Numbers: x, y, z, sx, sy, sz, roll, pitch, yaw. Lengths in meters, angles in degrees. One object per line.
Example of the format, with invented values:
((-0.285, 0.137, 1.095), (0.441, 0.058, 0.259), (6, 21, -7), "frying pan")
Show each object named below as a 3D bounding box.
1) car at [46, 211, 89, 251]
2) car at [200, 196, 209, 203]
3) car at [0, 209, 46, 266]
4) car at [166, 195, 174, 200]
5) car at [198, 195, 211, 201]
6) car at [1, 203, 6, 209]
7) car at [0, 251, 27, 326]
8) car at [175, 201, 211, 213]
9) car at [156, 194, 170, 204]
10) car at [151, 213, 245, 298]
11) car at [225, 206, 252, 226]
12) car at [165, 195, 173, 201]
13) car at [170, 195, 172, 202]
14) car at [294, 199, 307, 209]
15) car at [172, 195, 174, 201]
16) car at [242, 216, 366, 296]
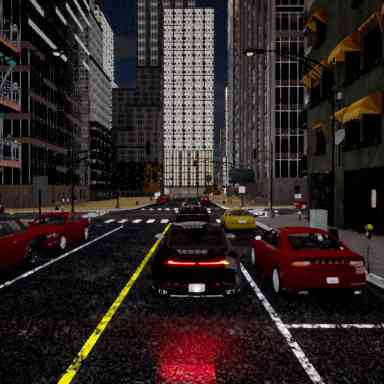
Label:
((-5.724, 1.543, 14.071), (1.887, 1.381, 4.507), (-1, 0, 0), "car")
((2.558, 1.522, 68.851), (1.752, 1.417, 4.829), (-1, 0, 0), "car")
((-5.715, 1.439, 8.547), (1.967, 1.590, 4.097), (-1, 0, 0), "car")
((-5.862, 1.543, 90.904), (1.887, 1.381, 4.507), (-1, 0, 0), "car")
((2.567, 1.436, 63.121), (1.967, 1.590, 4.097), (-1, 0, 0), "car")
((-23.916, 1.745, 38.348), (4.097, 1.590, 1.967), (-1, 1, -1), "car")
((-3.101, 1.525, 2.032), (1.812, 1.442, 4.674), (0, 0, 0), "car")
((0.063, 1.475, 18.751), (1.882, 1.535, 5.008), (0, 0, 0), "car")
((-5.812, 1.541, 63.107), (1.887, 1.381, 4.507), (-1, 0, 0), "car")
((0.083, 1.503, 8.478), (1.837, 1.490, 4.892), (0, 0, 0), "car")
((2.646, 1.522, 19.765), (1.752, 1.417, 4.829), (-1, 0, 0), "car")
((-5.852, 1.523, 85.175), (1.752, 1.417, 4.829), (-1, 0, 0), "car")
((-5.824, 1.311, 68.667), (2.192, 1.841, 5.009), (-1, 0, 0), "car")
((14.182, 1.255, 38.741), (4.507, 1.381, 1.887), (-1, 1, -1), "car")
((-5.834, 1.312, 74.227), (2.192, 1.841, 5.009), (-1, 0, 0), "car")
((2.667, 1.543, 8.548), (1.887, 1.381, 4.507), (-1, 0, 0), "car")
